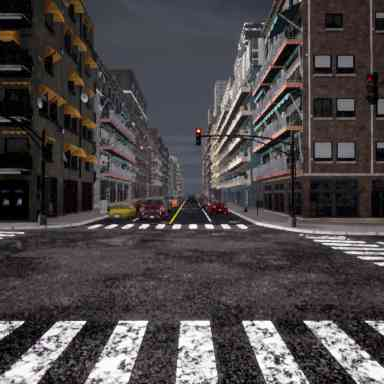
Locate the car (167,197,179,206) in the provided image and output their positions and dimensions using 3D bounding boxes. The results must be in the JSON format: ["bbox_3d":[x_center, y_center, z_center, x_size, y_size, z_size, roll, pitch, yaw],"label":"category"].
[{"bbox_3d":[-3.209,1.617,57.209,1.895,1.301,4.718,0,0,0],"label":"car"}]

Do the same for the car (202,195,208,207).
[{"bbox_3d":[2.598,1.450,39.042,1.967,1.590,4.097,1,0,0],"label":"car"}]

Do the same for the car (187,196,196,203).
[{"bbox_3d":[-0.080,1.530,69.843,1.837,1.490,4.892,0,0,0],"label":"car"}]

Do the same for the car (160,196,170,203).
[{"bbox_3d":[-5.870,1.568,72.175,1.887,1.381,4.507,1,0,0],"label":"car"}]

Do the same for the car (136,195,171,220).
[{"bbox_3d":[-3.147,1.359,28.069,2.097,1.767,4.553,0,0,-1],"label":"car"}]

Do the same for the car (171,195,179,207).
[{"bbox_3d":[-3.213,1.365,47.350,2.097,1.767,4.553,0,0,0],"label":"car"}]

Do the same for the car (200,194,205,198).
[{"bbox_3d":[2.789,1.380,81.831,2.097,1.767,4.553,0,0,0],"label":"car"}]

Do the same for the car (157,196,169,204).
[{"bbox_3d":[-5.856,1.572,66.652,2.008,1.369,4.403,1,0,0],"label":"car"}]

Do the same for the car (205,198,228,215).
[{"bbox_3d":[2.611,1.553,33.518,1.887,1.381,4.507,1,0,0],"label":"car"}]

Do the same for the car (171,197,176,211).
[{"bbox_3d":[-3.198,1.557,37.561,2.033,1.411,5.357,0,0,0],"label":"car"}]

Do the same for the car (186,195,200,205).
[{"bbox_3d":[-0.056,1.495,59.574,1.882,1.535,5.008,0,0,0],"label":"car"}]

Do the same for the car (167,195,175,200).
[{"bbox_3d":[-5.926,1.587,94.268,2.008,1.369,4.403,1,0,0],"label":"car"}]

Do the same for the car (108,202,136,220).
[{"bbox_3d":[-5.754,1.532,27.818,1.752,1.417,4.829,1,0,0],"label":"car"}]

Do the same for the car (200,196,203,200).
[{"bbox_3d":[2.568,1.596,50.089,1.802,1.307,4.206,1,0,0],"label":"car"}]

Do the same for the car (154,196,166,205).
[{"bbox_3d":[-5.841,1.544,60.958,1.752,1.417,4.829,1,0,0],"label":"car"}]

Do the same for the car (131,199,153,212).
[{"bbox_3d":[-5.784,1.555,39.034,1.887,1.381,4.507,1,0,0],"label":"car"}]
